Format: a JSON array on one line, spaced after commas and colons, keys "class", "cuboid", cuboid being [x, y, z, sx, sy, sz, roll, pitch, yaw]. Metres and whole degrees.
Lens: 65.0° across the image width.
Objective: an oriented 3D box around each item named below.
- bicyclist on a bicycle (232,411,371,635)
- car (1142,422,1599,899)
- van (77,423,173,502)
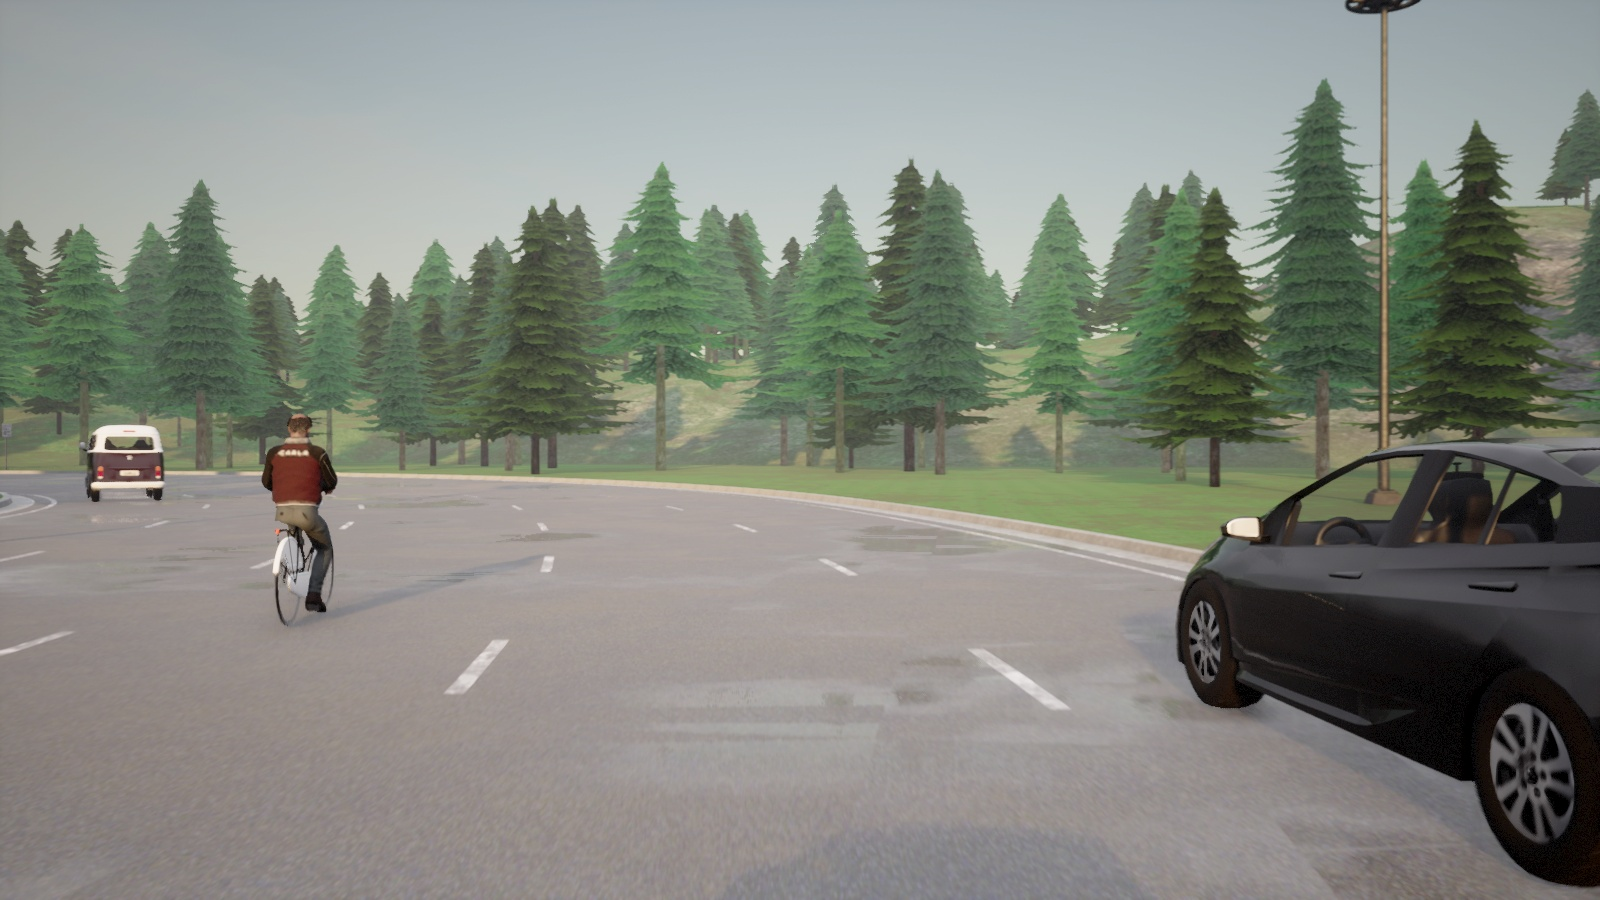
[{"class": "bicyclist on a bicycle", "cuboid": [-4.265, 0.570, 10.879, 0.659, 1.776, 1.843, 0, 1, -7]}, {"class": "car", "cuboid": [3.285, 0.671, 5.736, 2.007, 1.525, 4.514, 0, 0, -3]}, {"class": "van", "cuboid": [-18.858, 0.315, 34.981, 2.069, 2.038, 4.480, 0, 0, -32]}]
